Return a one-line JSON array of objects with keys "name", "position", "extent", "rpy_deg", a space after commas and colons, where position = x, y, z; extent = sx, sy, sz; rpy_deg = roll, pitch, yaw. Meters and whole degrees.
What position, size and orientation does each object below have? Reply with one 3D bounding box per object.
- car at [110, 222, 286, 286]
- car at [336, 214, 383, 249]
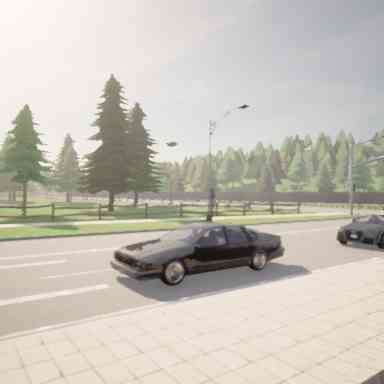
[{"name": "car", "position": [0.428, 1.620, 9.806], "extent": [5.357, 1.411, 2.033], "rpy_deg": [1, 0, -35]}, {"name": "car", "position": [8.666, 1.761, 15.601], "extent": [4.181, 1.385, 1.994], "rpy_deg": [1, 0, -35]}]
